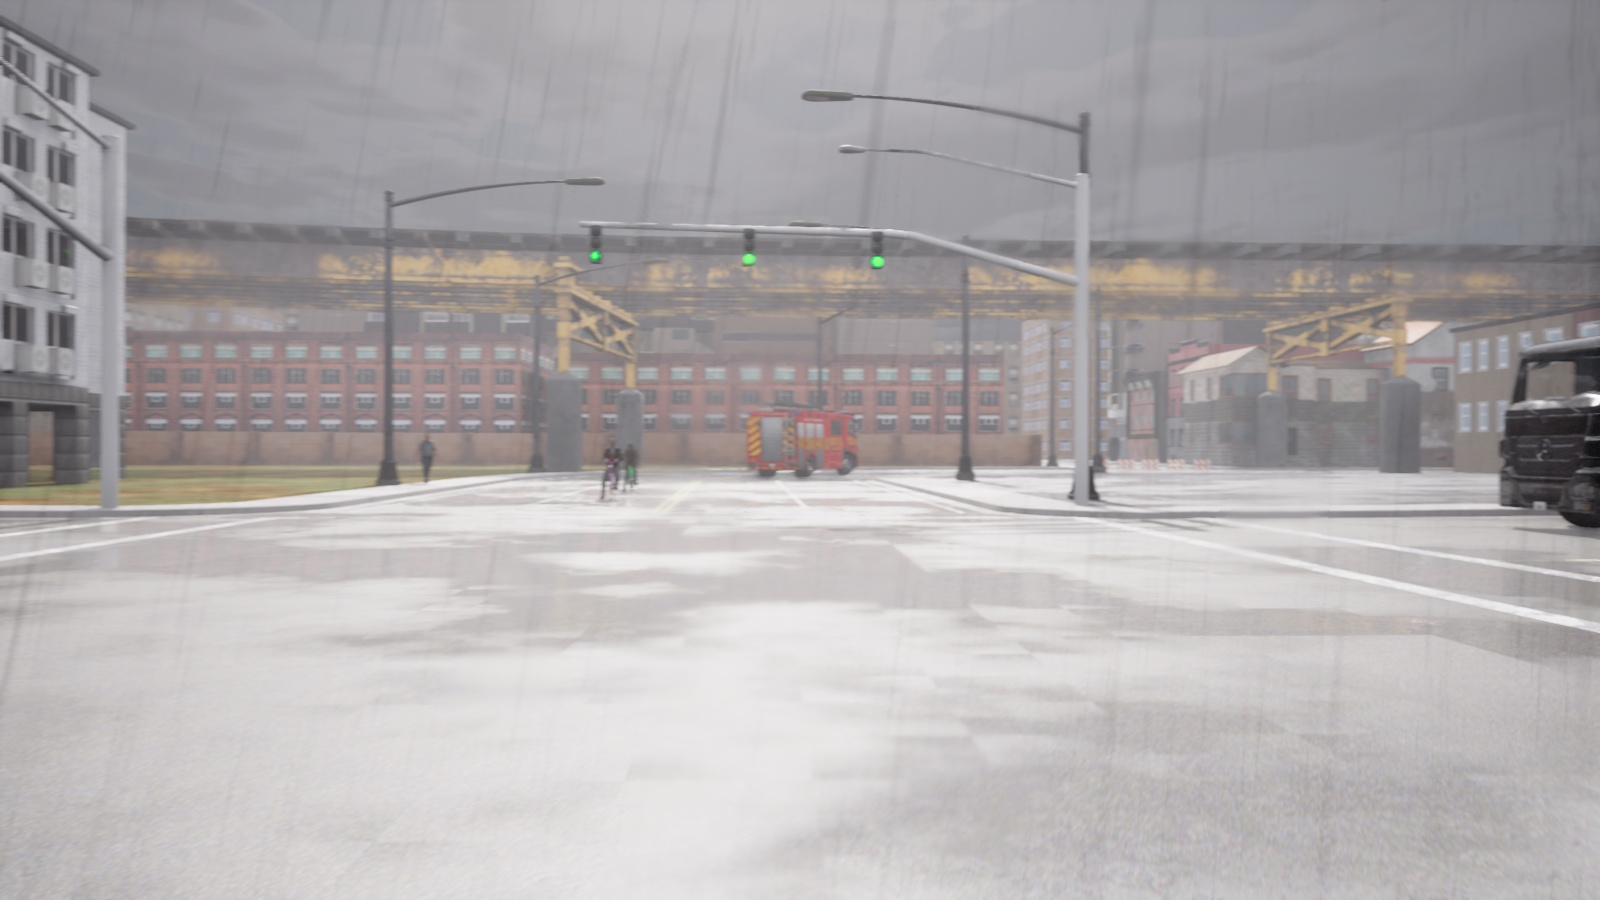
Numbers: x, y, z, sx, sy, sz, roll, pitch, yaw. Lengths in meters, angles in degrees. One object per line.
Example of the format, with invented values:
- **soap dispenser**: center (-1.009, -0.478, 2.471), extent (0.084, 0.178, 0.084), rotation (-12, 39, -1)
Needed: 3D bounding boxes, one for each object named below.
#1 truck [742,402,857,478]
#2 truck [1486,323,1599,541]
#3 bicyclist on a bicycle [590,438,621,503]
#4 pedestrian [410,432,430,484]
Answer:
- **truck**: center (0.134, -0.501, 67.134), extent (2.891, 3.827, 8.468), rotation (0, 0, 24)
- **truck**: center (16.501, -0.315, 21.510), extent (7.936, 3.462, 2.891), rotation (0, 0, -2)
- **bicyclist on a bicycle**: center (-5.449, 0.551, 35.207), extent (0.659, 1.776, 1.843), rotation (0, 0, -3)
- **pedestrian**: center (-13.522, 0.284, 44.683), extent (0.540, 1.848, 0.694), rotation (0, 0, -31)
